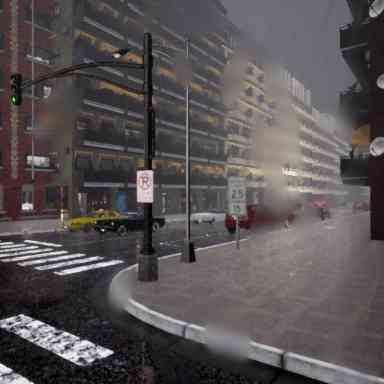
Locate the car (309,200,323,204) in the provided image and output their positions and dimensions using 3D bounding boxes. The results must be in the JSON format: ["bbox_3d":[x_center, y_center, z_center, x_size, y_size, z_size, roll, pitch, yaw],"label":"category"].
[{"bbox_3d":[23.122,2.770,63.881,1.887,1.381,4.507,-1,-2,35],"label":"car"}]

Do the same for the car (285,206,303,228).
[{"bbox_3d":[7.259,2.043,26.666,1.887,1.381,4.507,-1,-2,35],"label":"car"}]

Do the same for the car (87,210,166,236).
[{"bbox_3d":[-3.830,1.911,20.841,1.895,1.301,4.718,0,-1,35],"label":"car"}]

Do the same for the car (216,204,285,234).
[{"bbox_3d":[4.009,1.711,22.033,2.192,1.841,5.009,-1,-2,35],"label":"car"}]

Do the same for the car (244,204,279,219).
[{"bbox_3d":[7.889,2.171,37.560,2.128,1.511,4.902,0,-1,35],"label":"car"}]

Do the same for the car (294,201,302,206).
[{"bbox_3d":[16.624,2.340,54.607,2.192,1.841,5.009,-1,-2,35],"label":"car"}]

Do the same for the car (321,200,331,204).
[{"bbox_3d":[26.368,2.640,68.525,2.192,1.841,5.009,-1,-2,35],"label":"car"}]

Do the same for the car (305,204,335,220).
[{"bbox_3d":[13.755,2.284,35.944,1.802,1.307,4.206,-1,-2,35],"label":"car"}]

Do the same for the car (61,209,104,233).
[{"bbox_3d":[-6.209,1.834,21.984,1.752,1.417,4.829,-1,-2,35],"label":"car"}]

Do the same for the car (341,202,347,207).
[{"bbox_3d":[39.364,3.281,87.080,1.947,1.339,4.313,-1,-2,35],"label":"car"}]

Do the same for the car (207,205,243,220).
[{"bbox_3d":[3.634,2.164,36.042,1.887,1.381,4.507,-1,-2,35],"label":"car"}]

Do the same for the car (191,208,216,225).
[{"bbox_3d":[1.915,2.093,29.048,1.895,1.301,4.718,0,-1,35],"label":"car"}]

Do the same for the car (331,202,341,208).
[{"bbox_3d":[32.866,3.066,77.800,1.887,1.381,4.507,-1,-2,35],"label":"car"}]

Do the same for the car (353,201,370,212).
[{"bbox_3d":[29.992,2.522,59.148,2.192,1.841,5.009,-1,-2,35],"label":"car"}]

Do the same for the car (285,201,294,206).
[{"bbox_3d":[13.279,2.446,49.822,1.752,1.417,4.829,-1,-2,35],"label":"car"}]

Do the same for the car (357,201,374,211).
[{"bbox_3d":[33.241,2.621,63.788,2.192,1.841,5.009,-1,-2,35],"label":"car"}]
